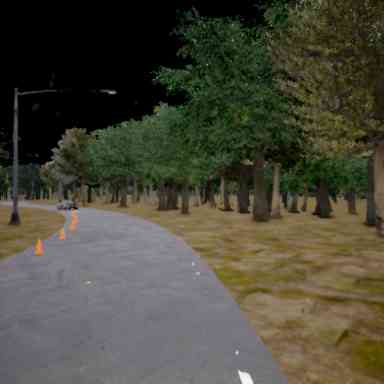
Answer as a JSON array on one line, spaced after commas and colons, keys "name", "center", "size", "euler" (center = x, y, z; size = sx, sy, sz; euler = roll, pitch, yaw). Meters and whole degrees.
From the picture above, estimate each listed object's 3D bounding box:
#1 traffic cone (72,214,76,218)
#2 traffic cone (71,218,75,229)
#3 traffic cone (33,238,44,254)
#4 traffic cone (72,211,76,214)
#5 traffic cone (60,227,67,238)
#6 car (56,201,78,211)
[{"name": "traffic cone", "center": [-9.549, 2.288, 27.378], "size": [0.340, 0.580, 0.340], "euler": [0, -1, -18]}, {"name": "traffic cone", "center": [-8.147, 2.244, 22.726], "size": [0.340, 0.580, 0.340], "euler": [0, -1, -15]}, {"name": "traffic cone", "center": [-6.079, 2.137, 13.236], "size": [0.340, 0.580, 0.340], "euler": [0, -1, -9]}, {"name": "traffic cone", "center": [-11.191, 2.325, 31.950], "size": [0.340, 0.580, 0.340], "euler": [0, -1, -21]}, {"name": "traffic cone", "center": [-6.989, 2.193, 18.008], "size": [0.340, 0.580, 0.340], "euler": [0, -1, -12]}, {"name": "car", "center": [-18.554, 2.020, 49.343], "size": [2.033, 1.411, 5.357], "euler": [1, -1, -37]}]
